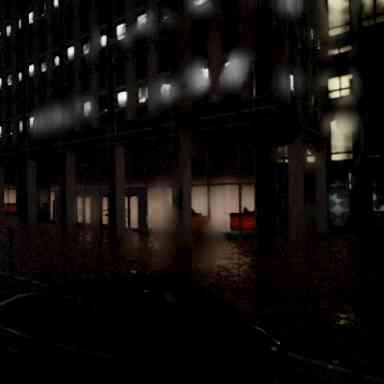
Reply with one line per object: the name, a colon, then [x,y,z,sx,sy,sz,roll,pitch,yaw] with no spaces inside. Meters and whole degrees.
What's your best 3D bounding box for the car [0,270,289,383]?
car: [-1.122,1.574,3.686,4.313,1.339,1.947,0,-1,35]
